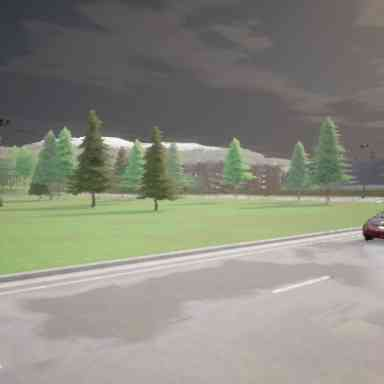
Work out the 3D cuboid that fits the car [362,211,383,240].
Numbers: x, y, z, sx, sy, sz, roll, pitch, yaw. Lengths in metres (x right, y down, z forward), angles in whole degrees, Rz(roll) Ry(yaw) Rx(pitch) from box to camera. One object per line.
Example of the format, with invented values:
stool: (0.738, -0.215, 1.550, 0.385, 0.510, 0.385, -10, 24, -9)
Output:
car: (9.429, 1.418, 14.774, 4.181, 1.385, 1.994, -1, 0, -36)
